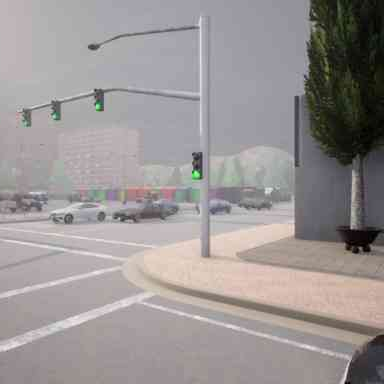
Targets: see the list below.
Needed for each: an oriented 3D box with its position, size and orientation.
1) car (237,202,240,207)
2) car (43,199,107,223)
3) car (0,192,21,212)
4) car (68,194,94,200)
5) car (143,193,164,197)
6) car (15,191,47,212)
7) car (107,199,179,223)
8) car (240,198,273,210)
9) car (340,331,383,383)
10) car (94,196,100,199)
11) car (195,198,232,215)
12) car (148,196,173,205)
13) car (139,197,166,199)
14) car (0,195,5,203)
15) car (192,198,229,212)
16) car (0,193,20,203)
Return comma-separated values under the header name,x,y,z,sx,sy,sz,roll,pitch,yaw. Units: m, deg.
name,x,y,z,sx,sy,sz,roll,pitch,yaw
car,8.652,1.547,48.696,2.033,1.411,5.357,0,0,37
car,-8.546,1.526,25.547,1.812,1.442,4.674,0,0,38
car,-19.919,1.153,34.138,4.605,1.855,1.932,0,0,35
car,-21.242,1.153,62.611,4.605,1.855,1.932,0,0,35
car,-6.918,1.156,52.523,3.866,1.878,1.905,0,0,35
car,-18.205,1.156,36.471,3.866,1.878,1.905,0,0,35
car,-3.707,1.547,26.283,2.033,1.411,5.357,0,0,36
car,8.730,1.547,42.988,2.033,1.411,5.357,0,0,37
car,3.358,1.492,1.570,4.902,1.511,2.128,0,0,36
car,-19.519,1.364,64.940,3.905,1.438,1.784,0,0,35
car,2.436,1.526,34.547,1.812,1.442,4.674,0,0,37
car,-5.239,1.395,54.882,3.806,1.475,1.970,0,0,35
car,-3.160,1.526,32.890,1.812,1.442,4.674,0,0,37
car,-38.254,1.364,64.542,3.905,1.438,1.784,0,0,35
car,2.316,1.491,40.252,2.128,1.511,4.902,0,0,37
car,-36.747,1.153,66.763,4.605,1.855,1.932,0,0,35
